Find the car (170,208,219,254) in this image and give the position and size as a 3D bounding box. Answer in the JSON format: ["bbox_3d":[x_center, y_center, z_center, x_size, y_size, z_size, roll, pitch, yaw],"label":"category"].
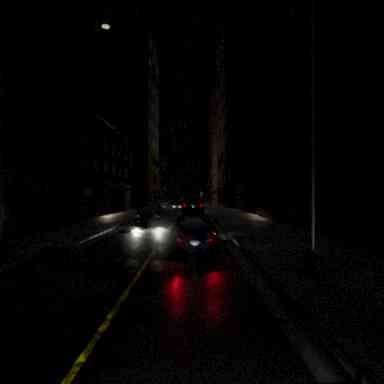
[{"bbox_3d":[0.095,1.620,13.862,1.812,1.442,4.674,0,0,0],"label":"car"}]

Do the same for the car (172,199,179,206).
[{"bbox_3d":[-3.001,2.085,67.705,1.994,1.385,4.181,0,0,0],"label":"car"}]

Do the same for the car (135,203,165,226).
[{"bbox_3d":[-3.101,1.658,25.237,1.882,1.535,5.008,0,0,0],"label":"car"}]

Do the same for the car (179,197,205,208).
[{"bbox_3d":[0.097,1.471,33.537,2.150,2.045,5.566,0,-1,0],"label":"car"}]
